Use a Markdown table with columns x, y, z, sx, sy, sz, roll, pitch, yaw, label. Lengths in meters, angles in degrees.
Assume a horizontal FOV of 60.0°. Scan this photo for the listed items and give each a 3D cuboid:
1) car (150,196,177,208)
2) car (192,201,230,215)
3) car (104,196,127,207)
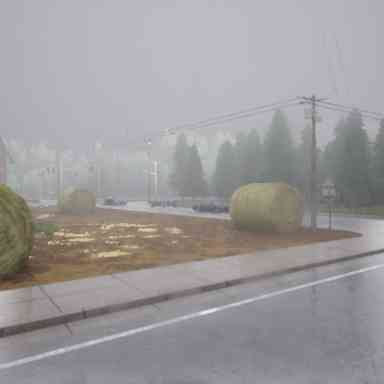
| x | y | z | sx | sy | sz | roll | pitch | yaw | label |
| --- | --- | --- | --- | --- | --- | --- | --- | --- | --- |
| -4.200 | 1.366 | 47.880 | 2.097 | 1.767 | 4.553 | 0 | 0 | -38 | car |
| 2.169 | 1.617 | 33.983 | 1.895 | 1.301 | 4.718 | 0 | 0 | -38 | car |
| -11.910 | 1.368 | 51.965 | 2.097 | 1.767 | 4.553 | 0 | 0 | -38 | car |
